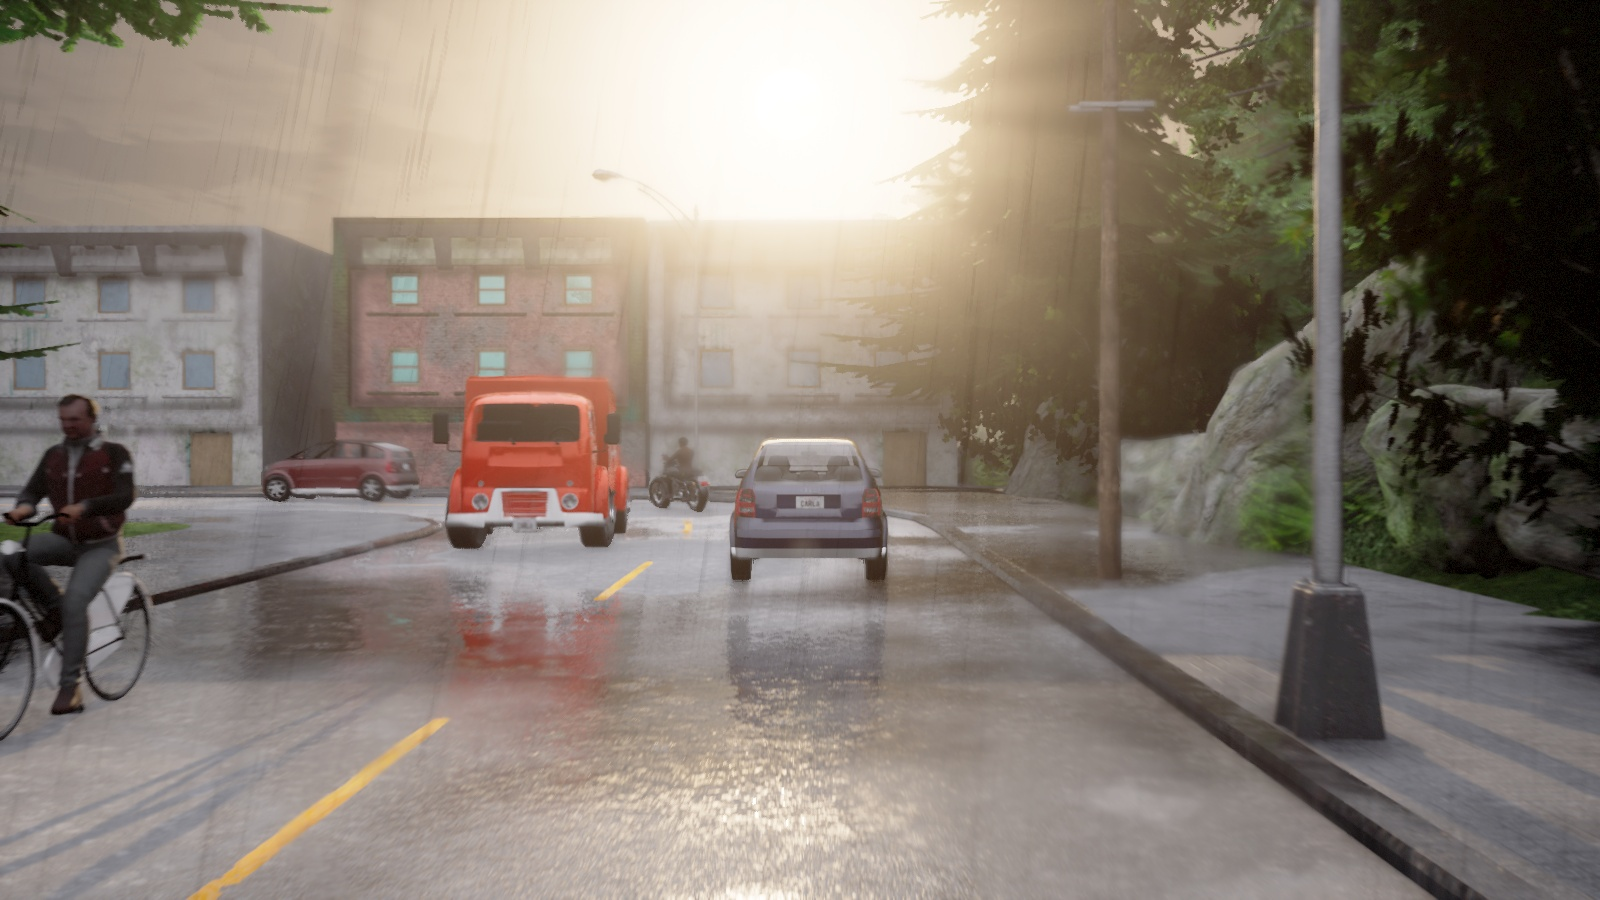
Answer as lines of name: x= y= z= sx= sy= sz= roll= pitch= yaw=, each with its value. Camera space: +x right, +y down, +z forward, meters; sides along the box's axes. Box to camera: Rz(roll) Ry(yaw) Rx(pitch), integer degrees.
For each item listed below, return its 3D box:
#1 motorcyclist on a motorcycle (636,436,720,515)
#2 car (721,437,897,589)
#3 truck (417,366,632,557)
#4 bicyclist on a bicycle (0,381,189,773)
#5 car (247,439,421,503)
motorcyclist on a motorcycle: x=-2.682 y=0.522 z=27.385 sx=0.766 sy=1.649 sz=2.350 roll=-1 pitch=1 yaw=-34
car: x=0.098 y=0.632 z=14.643 sx=1.789 sy=1.549 sz=3.705 roll=0 pitch=0 yaw=0
truck: x=-3.919 y=0.136 z=18.919 sx=2.627 sy=2.467 sz=5.204 roll=0 pitch=0 yaw=-6
bicyclist on a bicycle: x=-3.951 y=0.572 z=6.511 sx=0.659 sy=1.776 sz=1.843 roll=0 pitch=0 yaw=0
car: x=-11.712 y=0.514 z=31.690 sx=3.705 sy=1.549 sz=1.789 roll=0 pitch=0 yaw=7
